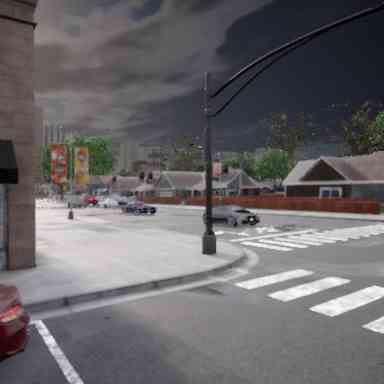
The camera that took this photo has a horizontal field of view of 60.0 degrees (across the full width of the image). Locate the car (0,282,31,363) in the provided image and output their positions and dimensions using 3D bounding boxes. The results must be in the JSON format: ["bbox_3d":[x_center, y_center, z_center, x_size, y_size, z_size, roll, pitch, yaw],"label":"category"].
[{"bbox_3d":[-3.968,1.594,3.361,4.206,1.307,1.802,-1,0,-35],"label":"car"}]

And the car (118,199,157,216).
[{"bbox_3d":[-5.338,1.652,33.400,1.895,1.301,4.718,-1,0,-35],"label":"car"}]

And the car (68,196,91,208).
[{"bbox_3d":[-17.413,1.693,50.556,1.837,1.490,4.892,-1,0,-35],"label":"car"}]

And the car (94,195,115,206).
[{"bbox_3d":[-15.584,1.501,59.204,2.097,1.767,4.553,-1,0,-35],"label":"car"}]

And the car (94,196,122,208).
[{"bbox_3d":[-12.542,1.648,49.377,1.812,1.442,4.674,-1,0,-35],"label":"car"}]

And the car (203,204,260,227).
[{"bbox_3d":[2.549,1.531,22.297,1.994,1.385,4.181,-1,0,-36],"label":"car"}]

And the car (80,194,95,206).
[{"bbox_3d":[-18.269,1.399,57.371,2.150,2.045,5.566,-1,0,-35],"label":"car"}]

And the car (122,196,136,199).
[{"bbox_3d":[-10.055,1.447,51.435,2.097,1.767,4.553,-1,0,-35],"label":"car"}]
